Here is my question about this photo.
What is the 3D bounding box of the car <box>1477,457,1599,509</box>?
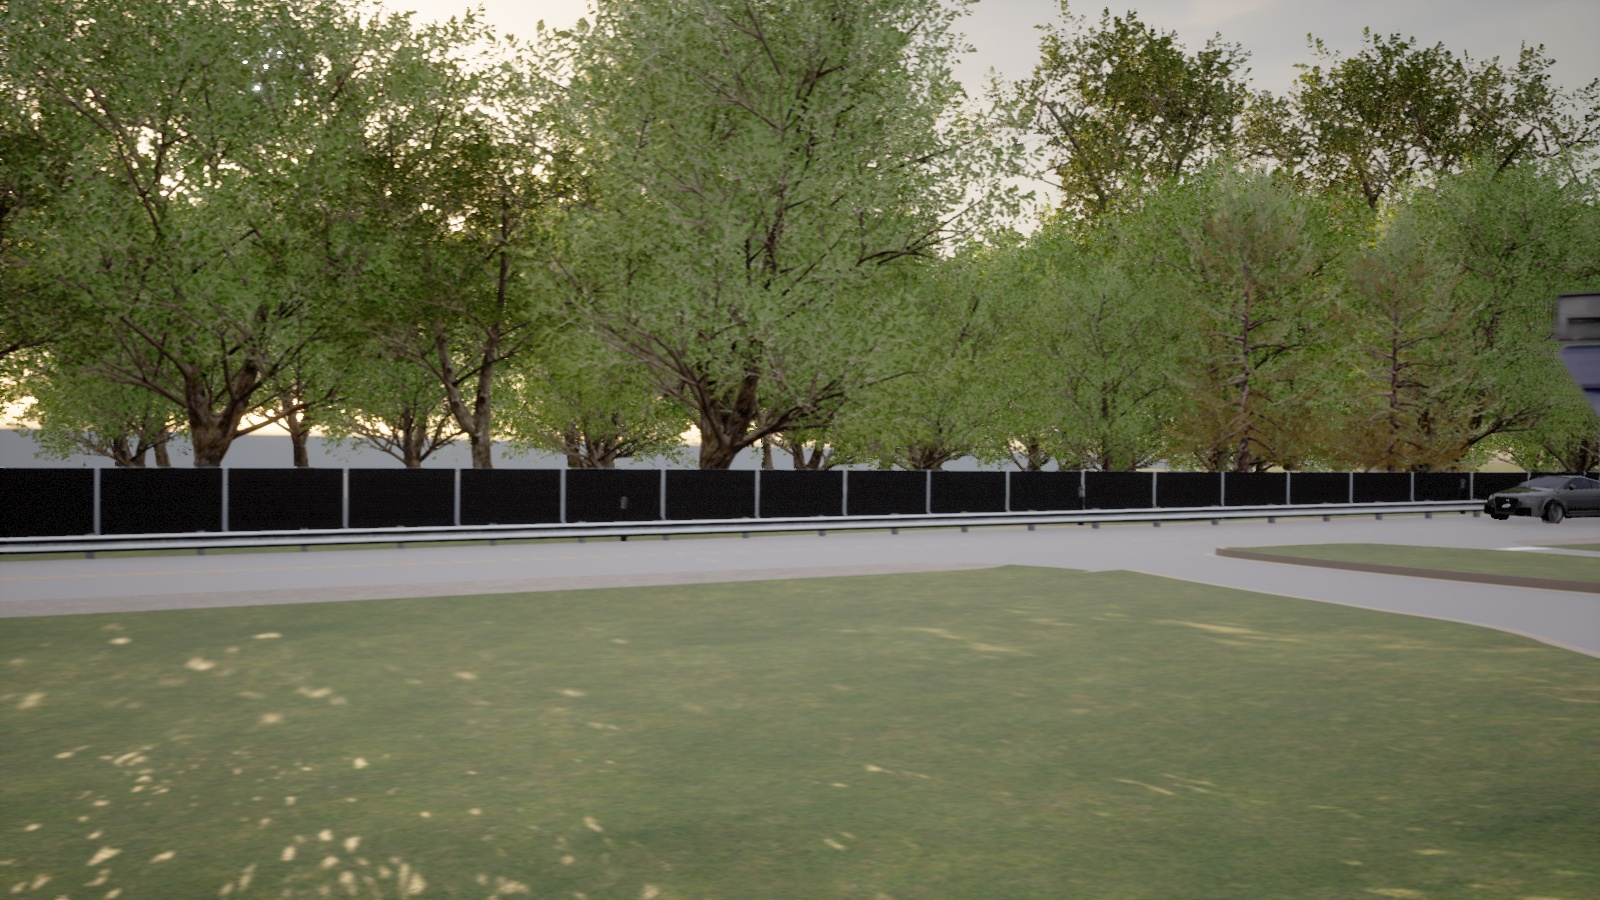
[{"bbox_3d":[22.861,0.966,37.885,4.181,1.385,1.994,-1,1,-19],"label":"car"}]
